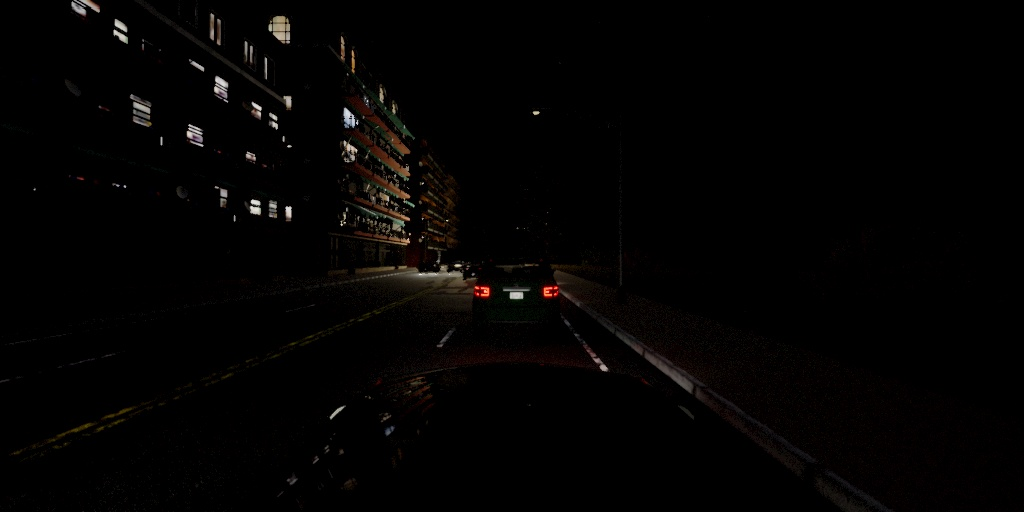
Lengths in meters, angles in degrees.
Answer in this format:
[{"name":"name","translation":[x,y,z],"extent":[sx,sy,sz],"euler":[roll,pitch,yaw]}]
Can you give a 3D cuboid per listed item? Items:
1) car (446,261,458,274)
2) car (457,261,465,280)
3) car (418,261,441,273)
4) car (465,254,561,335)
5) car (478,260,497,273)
[{"name":"car","translation":[-6.491,1.313,42.572],"extent":[2.033,1.411,5.357],"euler":[0,0,0]},{"name":"car","translation":[-3.071,1.252,30.985],"extent":[2.128,1.511,4.902],"euler":[0,0,0]},{"name":"car","translation":[-9.740,1.330,42.486],"extent":[1.994,1.385,4.181],"euler":[0,0,0]},{"name":"car","translation":[0.118,0.976,10.665],"extent":[2.150,2.045,5.566],"euler":[0,0,0]},{"name":"car","translation":[-3.032,1.258,45.203],"extent":[2.128,1.511,4.902],"euler":[0,0,0]}]
